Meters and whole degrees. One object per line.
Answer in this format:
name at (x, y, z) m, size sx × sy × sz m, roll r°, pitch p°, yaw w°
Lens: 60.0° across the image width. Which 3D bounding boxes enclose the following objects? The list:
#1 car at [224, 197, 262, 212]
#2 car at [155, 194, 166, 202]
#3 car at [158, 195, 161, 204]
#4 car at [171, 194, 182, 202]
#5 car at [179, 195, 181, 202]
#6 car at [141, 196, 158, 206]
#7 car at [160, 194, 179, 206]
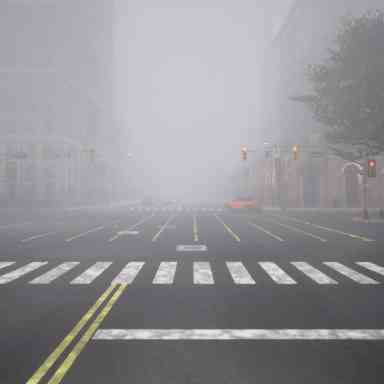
car at (5.835, 1.352, 38.376) m, size 2.097 × 1.767 × 4.553 m, roll 0°, pitch 0°, yaw -39°
car at (-6.995, 1.355, 74.800) m, size 2.097 × 1.767 × 4.553 m, roll 0°, pitch 0°, yaw 0°
car at (-7.130, 1.478, 64.526) m, size 1.882 × 1.535 × 5.008 m, roll 0°, pitch 0°, yaw 1°
car at (-3.493, 1.355, 75.053) m, size 2.097 × 1.767 × 4.553 m, roll 0°, pitch 0°, yaw 0°
car at (-3.619, 1.601, 65.098) m, size 1.895 × 1.301 × 4.718 m, roll 0°, pitch 0°, yaw 1°
car at (-7.183, 1.505, 55.182) m, size 1.837 × 1.490 × 4.892 m, roll 0°, pitch 0°, yaw 0°
car at (-3.683, 1.478, 55.423) m, size 1.882 × 1.535 × 5.008 m, roll 0°, pitch 0°, yaw 0°
